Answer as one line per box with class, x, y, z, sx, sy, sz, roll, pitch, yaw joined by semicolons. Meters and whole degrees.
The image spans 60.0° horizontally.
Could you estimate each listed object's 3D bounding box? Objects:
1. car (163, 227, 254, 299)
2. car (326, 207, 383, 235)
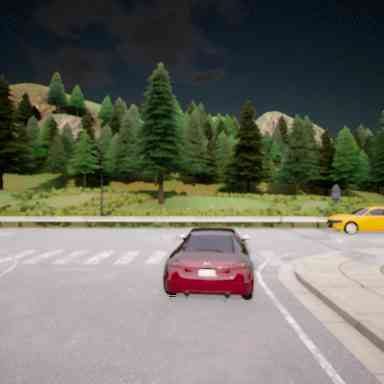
car;0.558;1.606;8.678;1.994;1.385;4.181;0;0;7
car;10.269;1.568;18.931;5.008;1.535;1.882;0;0;1
